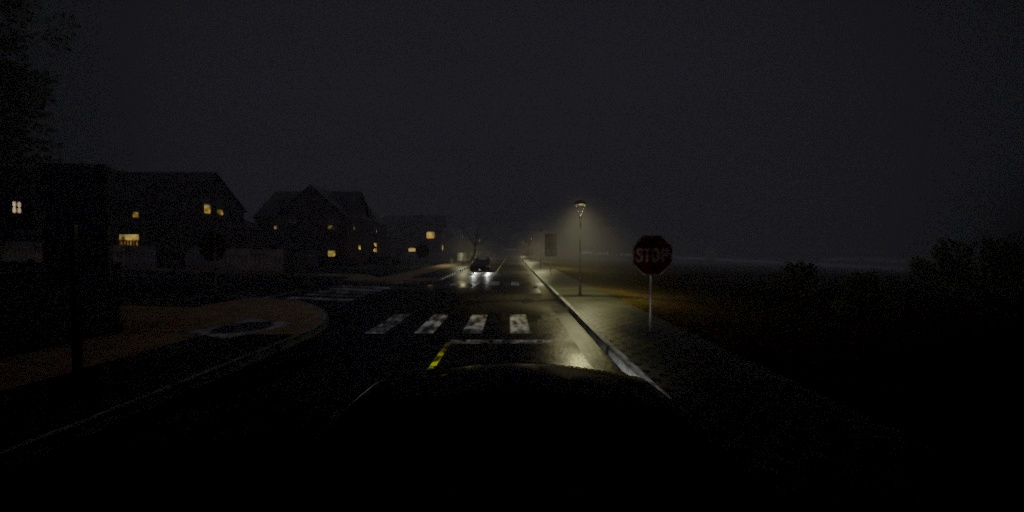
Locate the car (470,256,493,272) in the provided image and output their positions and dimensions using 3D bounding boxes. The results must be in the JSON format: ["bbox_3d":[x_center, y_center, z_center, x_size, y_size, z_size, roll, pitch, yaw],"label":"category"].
[{"bbox_3d":[-2.765,0.742,33.386,2.033,1.411,5.357,0,1,0],"label":"car"}]
